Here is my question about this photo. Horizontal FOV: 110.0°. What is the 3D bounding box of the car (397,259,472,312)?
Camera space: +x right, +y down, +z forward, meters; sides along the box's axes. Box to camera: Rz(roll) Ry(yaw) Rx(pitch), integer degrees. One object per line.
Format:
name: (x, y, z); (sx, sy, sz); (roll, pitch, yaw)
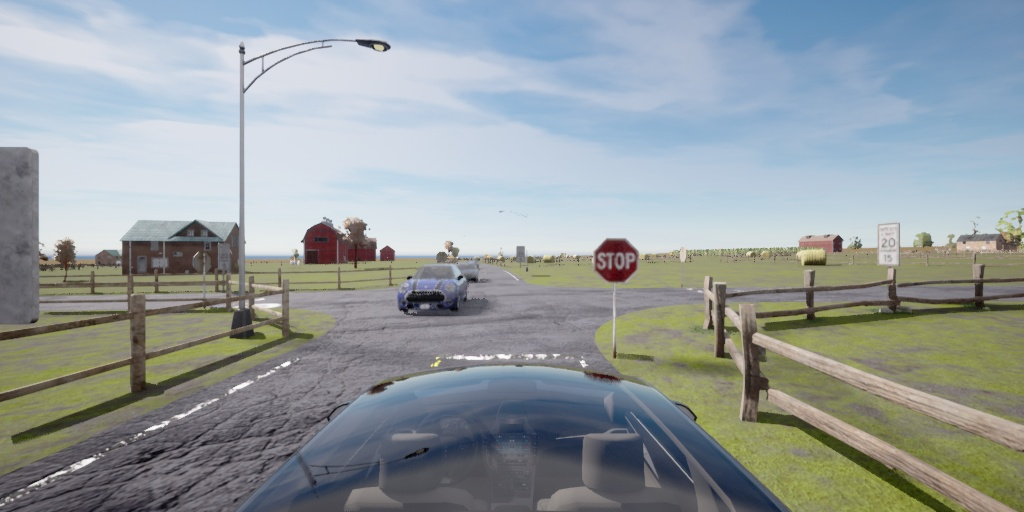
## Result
car: (-2.969, 1.113, 14.221); (2.097, 1.767, 4.553); (0, 0, -2)

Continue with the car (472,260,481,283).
car: (-3.579, 1.309, 28.295); (1.837, 1.490, 4.892); (0, 0, -3)
